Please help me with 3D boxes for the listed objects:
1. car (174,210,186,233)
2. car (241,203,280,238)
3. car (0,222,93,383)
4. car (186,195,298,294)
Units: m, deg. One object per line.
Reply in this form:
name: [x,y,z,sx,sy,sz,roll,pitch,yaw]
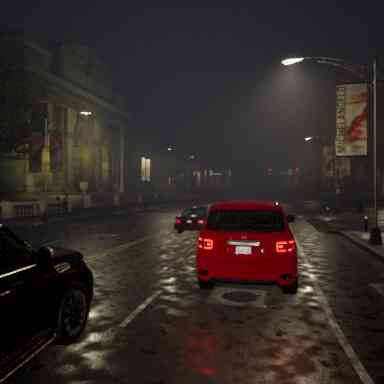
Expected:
car: [0.461,1.546,19.218,2.033,1.411,5.357,0,0,14]
car: [3.942,1.478,18.723,1.882,1.535,5.008,0,0,14]
car: [-2.924,1.222,3.265,2.150,2.045,5.566,0,0,5]
car: [1.591,1.221,9.061,2.150,2.045,5.566,0,0,13]
